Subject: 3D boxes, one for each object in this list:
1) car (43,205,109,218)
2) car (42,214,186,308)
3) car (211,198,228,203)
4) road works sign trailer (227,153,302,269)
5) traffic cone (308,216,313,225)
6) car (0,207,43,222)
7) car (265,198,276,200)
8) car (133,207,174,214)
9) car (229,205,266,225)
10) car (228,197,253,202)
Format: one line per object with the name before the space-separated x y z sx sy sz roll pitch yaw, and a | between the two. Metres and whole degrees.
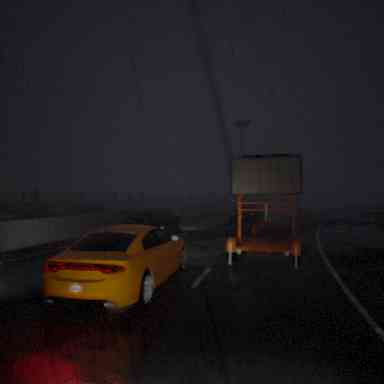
car | -7.803 1.712 23.833 2.128 1.511 4.902 -1 0 22
car | -1.492 1.541 8.228 1.882 1.535 5.008 -1 0 13
car | 5.149 1.843 59.050 1.994 1.385 4.181 -1 0 38
road works sign trailer | 2.586 0.502 11.527 2.380 3.560 2.880 -1 0 19
traffic cone | 8.322 1.997 23.290 0.340 0.580 0.340 -1 0 19
car | -11.659 1.809 23.651 2.033 1.411 5.357 -1 0 20
car | 13.661 1.785 58.535 1.895 1.301 4.718 -1 0 39
car | -2.009 1.634 18.825 1.837 1.490 4.892 -1 0 19
car | 4.217 1.660 24.873 1.994 1.385 4.181 -1 0 24
car | 8.889 1.586 58.150 2.097 1.767 4.553 -1 0 39
